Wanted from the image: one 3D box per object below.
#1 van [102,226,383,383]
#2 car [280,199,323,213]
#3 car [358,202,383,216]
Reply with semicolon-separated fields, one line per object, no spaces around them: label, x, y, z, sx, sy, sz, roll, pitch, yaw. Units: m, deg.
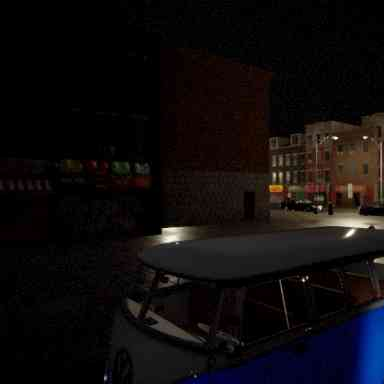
van;1.075;1.341;3.587;3.998;1.788;1.690;0;0;-36
car;12.006;1.492;36.762;2.128;1.511;4.902;0;0;-35
car;17.125;1.572;29.575;1.994;1.385;4.181;0;0;-35
